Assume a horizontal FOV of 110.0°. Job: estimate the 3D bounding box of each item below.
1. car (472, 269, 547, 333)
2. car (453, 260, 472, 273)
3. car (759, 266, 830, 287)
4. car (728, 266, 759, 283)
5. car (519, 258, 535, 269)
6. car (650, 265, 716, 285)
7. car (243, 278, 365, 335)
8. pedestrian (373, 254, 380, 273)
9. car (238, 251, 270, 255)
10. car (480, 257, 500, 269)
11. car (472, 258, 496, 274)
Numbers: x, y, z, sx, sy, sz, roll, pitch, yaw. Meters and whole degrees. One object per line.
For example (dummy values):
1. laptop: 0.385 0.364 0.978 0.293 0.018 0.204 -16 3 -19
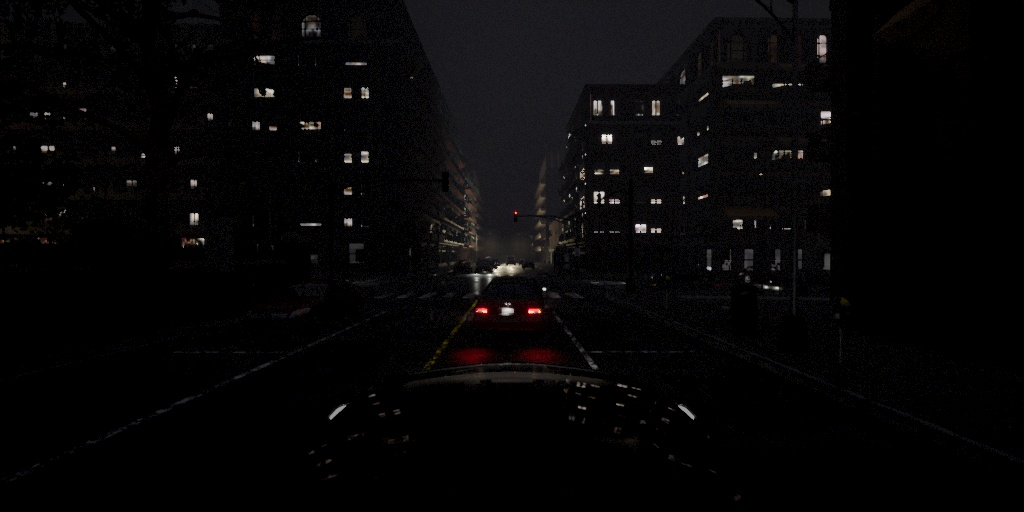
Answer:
1. car: 0.048 1.296 10.692 2.033 1.411 5.357 0 0 3
2. car: -5.833 1.187 42.886 1.967 1.591 4.097 0 0 0
3. car: 23.484 1.730 28.896 5.357 1.411 2.033 1 0 -1
4. car: 21.277 1.570 31.419 4.097 1.591 1.967 0 0 -1
5. car: 2.507 1.298 54.188 2.007 1.370 4.403 0 0 0
6. car: 13.675 1.501 28.736 4.902 1.511 2.128 1 0 -1
7. car: -5.717 1.331 10.475 1.802 1.307 4.207 0 0 0
8. pedestrian: -12.824 0.651 33.854 0.375 1.860 0.375 0 -1 -1
9. car: -17.618 0.694 25.043 5.566 2.045 2.150 1 0 -1
10. car: -3.279 1.099 54.315 2.097 1.767 4.553 0 0 0
11. car: -3.244 1.273 42.218 1.812 1.442 4.674 0 0 0
